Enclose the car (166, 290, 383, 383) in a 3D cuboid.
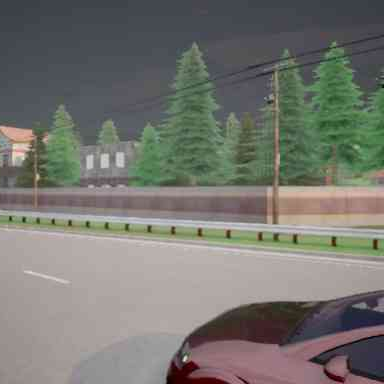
[{"bbox_3d":[1.805,1.564,2.705,4.181,1.385,1.994,0,0,36],"label":"car"}]
